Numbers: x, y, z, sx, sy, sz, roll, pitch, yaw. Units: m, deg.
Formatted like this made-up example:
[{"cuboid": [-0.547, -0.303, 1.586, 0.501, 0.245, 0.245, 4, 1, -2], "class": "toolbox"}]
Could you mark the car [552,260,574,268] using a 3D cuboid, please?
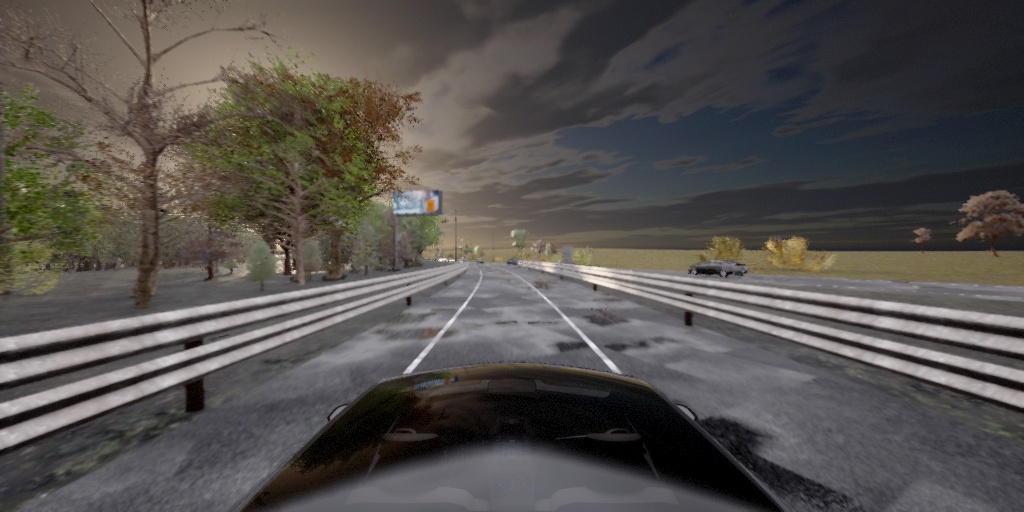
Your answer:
[{"cuboid": [7.822, 1.307, 56.444, 1.895, 1.301, 4.718, -1, 0, -19], "class": "car"}]

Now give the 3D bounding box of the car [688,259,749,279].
[{"cuboid": [17.062, 1.033, 29.982, 2.128, 1.511, 4.902, -1, 0, -19], "class": "car"}]
